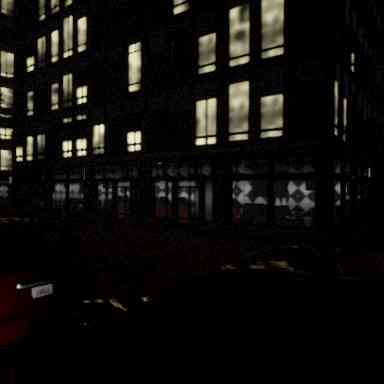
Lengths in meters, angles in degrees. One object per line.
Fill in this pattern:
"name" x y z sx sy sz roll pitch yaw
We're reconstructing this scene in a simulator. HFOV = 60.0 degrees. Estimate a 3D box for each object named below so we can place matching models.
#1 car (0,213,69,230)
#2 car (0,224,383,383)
"car" -3.758 1.272 5.469 5.009 1.841 2.192 1 0 36
"car" 0.795 1.315 2.281 5.009 1.841 2.192 1 0 36
